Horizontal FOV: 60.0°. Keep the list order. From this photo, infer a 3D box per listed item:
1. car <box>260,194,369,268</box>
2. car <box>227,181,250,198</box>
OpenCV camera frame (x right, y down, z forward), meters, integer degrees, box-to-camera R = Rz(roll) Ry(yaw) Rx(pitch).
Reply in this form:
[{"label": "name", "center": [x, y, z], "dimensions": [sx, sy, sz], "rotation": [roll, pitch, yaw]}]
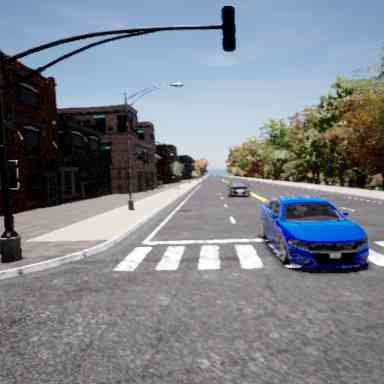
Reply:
[{"label": "car", "center": [3.150, 0.892, 9.483], "dimensions": [1.882, 1.535, 5.008], "rotation": [-2, 4, 3]}, {"label": "car", "center": [4.381, -0.318, 31.754], "dimensions": [2.128, 1.511, 4.902], "rotation": [-2, 3, 3]}]
